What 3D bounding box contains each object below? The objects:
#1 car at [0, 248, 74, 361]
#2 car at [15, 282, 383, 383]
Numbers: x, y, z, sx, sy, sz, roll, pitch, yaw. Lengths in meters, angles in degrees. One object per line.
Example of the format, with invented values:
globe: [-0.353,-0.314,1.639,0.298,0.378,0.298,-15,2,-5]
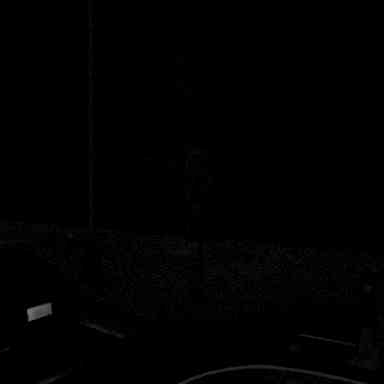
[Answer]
car: [-3.683,1.627,5.568,4.313,1.339,1.947,-1,0,35]
car: [0.941,1.556,2.287,4.403,1.369,2.008,-1,0,35]
